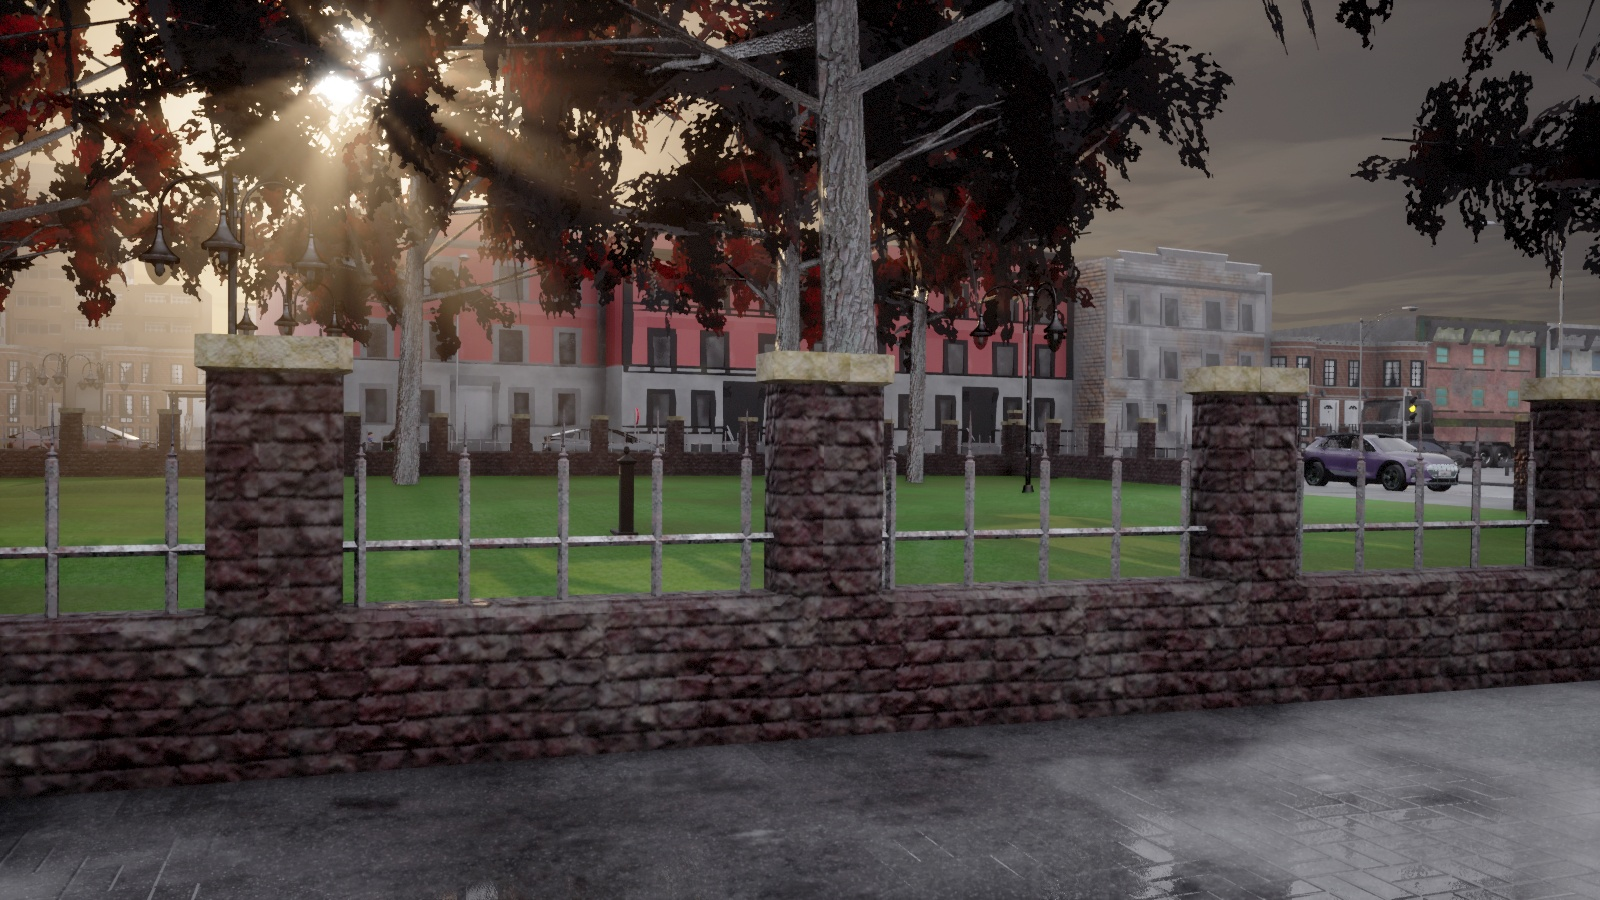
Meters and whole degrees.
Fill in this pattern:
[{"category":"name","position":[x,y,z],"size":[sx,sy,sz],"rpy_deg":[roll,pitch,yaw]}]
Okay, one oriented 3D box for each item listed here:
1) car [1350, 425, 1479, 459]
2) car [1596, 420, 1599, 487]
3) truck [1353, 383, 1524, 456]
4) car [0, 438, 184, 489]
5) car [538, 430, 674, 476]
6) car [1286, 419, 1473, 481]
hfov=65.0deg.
[{"category":"car","position":[27.855,-0.381,56.922],"size":[5.357,1.411,2.033],"rpy_deg":[-1,1,-18]},{"category":"car","position":[19.865,0.094,26.833],"size":[2.007,1.525,4.514],"rpy_deg":[-1,1,-21]},{"category":"truck","position":[31.763,-1.543,62.450],"size":[7.936,3.462,2.891],"rpy_deg":[-1,1,-19]},{"category":"car","position":[-22.266,0.393,39.680],"size":[4.792,1.488,2.163],"rpy_deg":[-1,1,-19]},{"category":"car","position":[-6.960,0.089,44.948],"size":[4.514,1.525,2.007],"rpy_deg":[-1,1,-18]},{"category":"car","position":[16.602,-0.041,36.265],"size":[2.033,1.649,4.856],"rpy_deg":[-1,1,-21]}]
